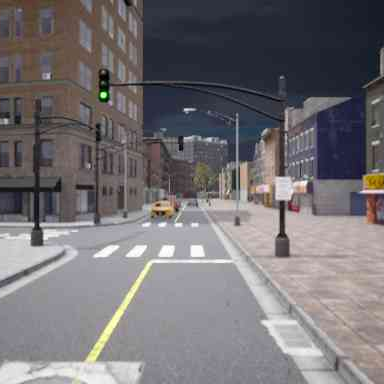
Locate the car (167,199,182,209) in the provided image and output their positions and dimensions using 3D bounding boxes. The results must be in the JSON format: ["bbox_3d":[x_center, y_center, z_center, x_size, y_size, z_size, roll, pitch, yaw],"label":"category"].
[{"bbox_3d":[-2.805,1.846,54.310,2.128,1.511,4.902,0,0,0],"label":"car"}]

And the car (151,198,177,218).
[{"bbox_3d":[-2.828,1.685,32.384,1.882,1.535,5.008,0,0,0],"label":"car"}]

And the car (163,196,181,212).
[{"bbox_3d":[-2.824,1.500,43.127,2.150,2.045,5.566,0,0,0],"label":"car"}]

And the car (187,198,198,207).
[{"bbox_3d":[0.132,1.875,58.759,2.128,1.511,4.902,0,0,0],"label":"car"}]
